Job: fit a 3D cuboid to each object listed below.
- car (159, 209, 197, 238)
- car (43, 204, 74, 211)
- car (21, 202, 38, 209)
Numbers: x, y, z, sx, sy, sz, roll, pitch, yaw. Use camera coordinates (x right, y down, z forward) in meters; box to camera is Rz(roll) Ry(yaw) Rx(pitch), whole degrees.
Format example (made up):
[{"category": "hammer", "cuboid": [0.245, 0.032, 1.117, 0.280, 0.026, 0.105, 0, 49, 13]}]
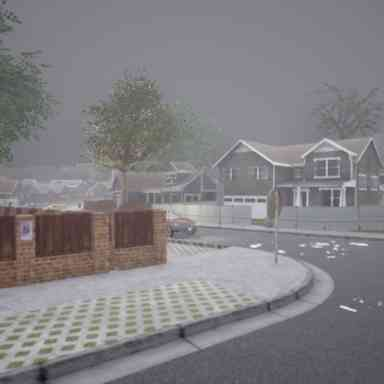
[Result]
[{"category": "car", "cuboid": [-1.776, 1.722, 19.168, 4.674, 1.442, 1.812, -1, -1, 44]}, {"category": "car", "cuboid": [-12.373, 1.863, 30.757, 1.882, 1.535, 5.008, 1, -1, -38]}, {"category": "car", "cuboid": [-22.623, 2.188, 46.269, 1.812, 1.442, 4.674, 1, -1, -28]}]
